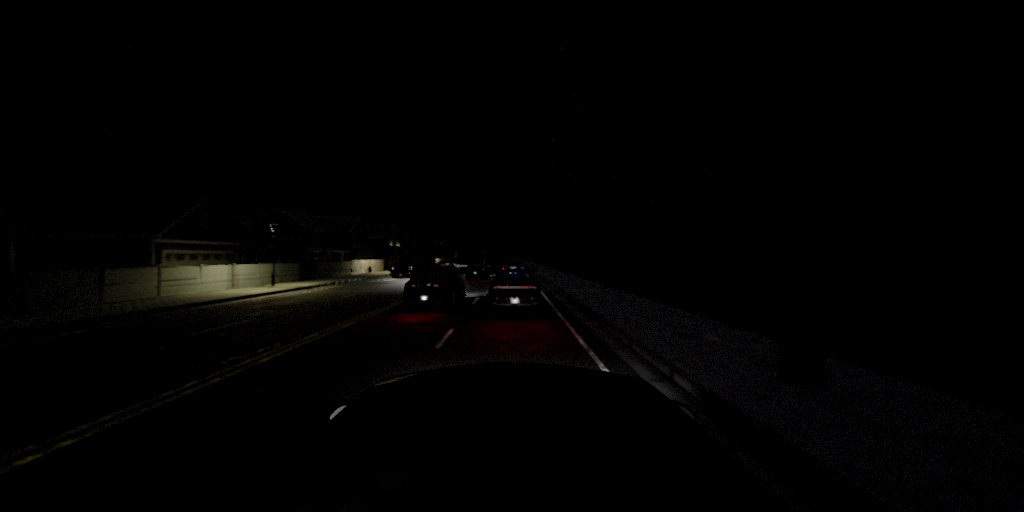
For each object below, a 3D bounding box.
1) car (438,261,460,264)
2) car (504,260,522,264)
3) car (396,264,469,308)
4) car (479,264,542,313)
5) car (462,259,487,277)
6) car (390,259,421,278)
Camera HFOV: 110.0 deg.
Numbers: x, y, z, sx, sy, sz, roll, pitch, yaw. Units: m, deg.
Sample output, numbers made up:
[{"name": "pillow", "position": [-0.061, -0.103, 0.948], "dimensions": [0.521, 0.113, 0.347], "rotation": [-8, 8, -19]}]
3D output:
[{"name": "car", "position": [-6.604, 1.340, 35.035], "dimensions": [1.895, 1.301, 4.718], "rotation": [0, 0, 0]}, {"name": "car", "position": [0.094, 1.093, 31.680], "dimensions": [2.097, 1.767, 4.553], "rotation": [0, 0, 0]}, {"name": "car", "position": [-3.151, 1.249, 15.284], "dimensions": [1.837, 1.490, 4.892], "rotation": [0, 0, 0]}, {"name": "car", "position": [0.098, 1.236, 13.983], "dimensions": [2.128, 1.511, 4.902], "rotation": [0, 0, 0]}, {"name": "car", "position": [-3.156, 1.266, 33.016], "dimensions": [1.812, 1.442, 4.674], "rotation": [0, 0, 0]}, {"name": "car", "position": [-9.852, 1.091, 33.940], "dimensions": [2.097, 1.767, 4.553], "rotation": [0, 0, 0]}]
